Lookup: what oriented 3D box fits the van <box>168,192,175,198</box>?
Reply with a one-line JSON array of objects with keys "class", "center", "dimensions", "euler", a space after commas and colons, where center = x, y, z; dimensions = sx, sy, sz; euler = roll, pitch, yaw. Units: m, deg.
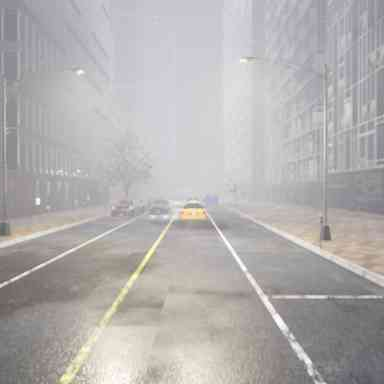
[{"class": "van", "center": [-5.699, 0.819, 91.472], "dimensions": [1.690, 1.788, 3.998], "euler": [0, 0, 0]}]

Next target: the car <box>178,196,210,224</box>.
[{"class": "car", "center": [0.101, 1.344, 23.720], "dimensions": [1.801, 1.575, 5.366], "euler": [0, 0, 0]}]

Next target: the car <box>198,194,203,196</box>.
[{"class": "car", "center": [0.096, 1.342, 41.869], "dimensions": [2.033, 1.411, 5.357], "euler": [0, 0, 0]}]

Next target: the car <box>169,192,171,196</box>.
[{"class": "car", "center": [-5.698, 1.136, 80.090], "dimensions": [1.802, 1.307, 4.206], "euler": [0, 0, 0]}]

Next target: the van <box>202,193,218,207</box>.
[{"class": "van", "center": [2.685, 1.114, 45.931], "dimensions": [1.690, 1.788, 3.998], "euler": [0, 0, 0]}]

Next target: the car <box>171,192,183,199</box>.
[{"class": "car", "center": [-3.008, 0.991, 74.519], "dimensions": [2.033, 1.411, 5.357], "euler": [0, 0, 0]}]

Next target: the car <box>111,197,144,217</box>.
[{"class": "car", "center": [-5.694, 1.302, 28.858], "dimensions": [1.967, 1.590, 4.097], "euler": [0, 0, 0]}]

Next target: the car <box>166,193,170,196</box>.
[{"class": "car", "center": [-5.696, 1.251, 63.012], "dimensions": [1.802, 1.307, 4.206], "euler": [0, 0, 0]}]

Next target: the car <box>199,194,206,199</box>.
[{"class": "car", "center": [2.683, 1.098, 85.780], "dimensions": [1.802, 1.307, 4.206], "euler": [0, 0, 0]}]

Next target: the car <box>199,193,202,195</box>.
[{"class": "car", "center": [2.685, 1.257, 57.317], "dimensions": [2.008, 1.369, 4.403], "euler": [0, 0, 0]}]

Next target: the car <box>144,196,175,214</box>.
[{"class": "car", "center": [-3.103, 1.388, 33.020], "dimensions": [2.033, 1.411, 5.357], "euler": [0, 0, 0]}]
